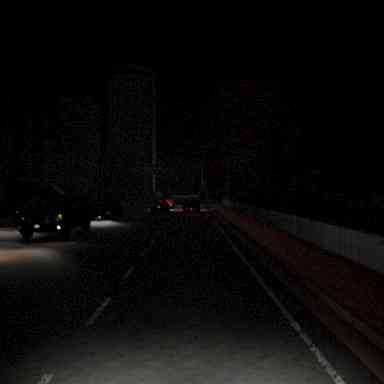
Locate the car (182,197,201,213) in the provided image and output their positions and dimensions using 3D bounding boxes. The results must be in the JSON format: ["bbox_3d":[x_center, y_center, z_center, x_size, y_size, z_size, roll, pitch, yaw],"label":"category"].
[{"bbox_3d":[-0.063,1.502,36.782,1.837,1.490,4.892,0,0,0],"label":"car"}]

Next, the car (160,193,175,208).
[{"bbox_3d":[-3.568,1.349,47.403,2.097,1.767,4.553,0,0,0],"label":"car"}]

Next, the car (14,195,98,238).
[{"bbox_3d":[-7.128,1.223,18.035,2.150,2.045,5.566,0,0,0],"label":"car"}]

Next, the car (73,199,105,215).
[{"bbox_3d":[-10.611,1.528,34.582,1.812,1.442,4.674,0,0,0],"label":"car"}]

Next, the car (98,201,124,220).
[{"bbox_3d":[-7.133,1.548,28.394,2.033,1.411,5.357,0,0,0],"label":"car"}]

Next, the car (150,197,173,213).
[{"bbox_3d":[-3.564,1.563,37.476,1.994,1.385,4.181,0,0,0],"label":"car"}]

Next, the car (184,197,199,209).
[{"bbox_3d":[-0.069,1.489,47.416,2.128,1.511,4.902,0,0,0],"label":"car"}]

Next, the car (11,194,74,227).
[{"bbox_3d":[-10.631,1.224,24.221,2.150,2.045,5.566,0,0,0],"label":"car"}]
